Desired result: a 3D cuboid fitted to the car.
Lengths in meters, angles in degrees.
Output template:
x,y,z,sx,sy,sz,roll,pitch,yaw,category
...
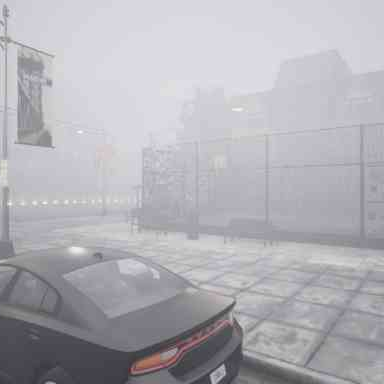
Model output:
x,y,z,sx,sy,sz,roll,pitch,yaw,category
-1.785,1.480,4.405,5.008,1.535,2.097,0,0,35,car
